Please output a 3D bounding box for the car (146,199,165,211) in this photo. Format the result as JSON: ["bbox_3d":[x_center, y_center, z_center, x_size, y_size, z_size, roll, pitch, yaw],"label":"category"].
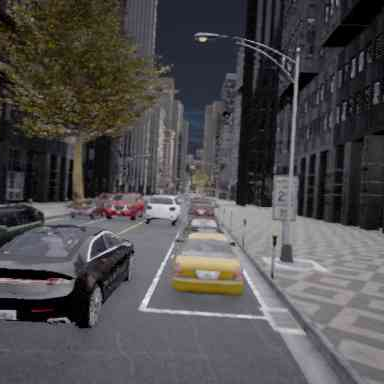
[{"bbox_3d":[-4.780,1.658,44.069,1.895,1.301,4.718,3,0,1],"label":"car"}]

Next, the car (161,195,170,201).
[{"bbox_3d":[-6.789,1.644,86.007,1.752,1.417,4.829,3,0,1],"label":"car"}]

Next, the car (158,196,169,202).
[{"bbox_3d":[-6.885,1.633,80.664,2.008,1.369,4.403,3,0,1],"label":"car"}]

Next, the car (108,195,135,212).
[{"bbox_3d":[-7.659,1.233,36.568,1.967,1.590,4.097,3,0,1],"label":"car"}]

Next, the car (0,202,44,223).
[{"bbox_3d":[-5.493,1.126,8.351,2.097,1.767,4.553,3,0,1],"label":"car"}]

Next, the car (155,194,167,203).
[{"bbox_3d":[-6.969,1.361,75.154,2.192,1.841,5.009,3,0,1],"label":"car"}]

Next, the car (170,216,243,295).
[{"bbox_3d":[0.360,1.648,9.032,1.752,1.417,4.829,3,0,1],"label":"car"}]

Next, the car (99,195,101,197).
[{"bbox_3d":[-7.750,1.073,31.057,2.192,1.841,5.009,3,0,1],"label":"car"}]

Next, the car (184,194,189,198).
[{"bbox_3d":[-1.002,1.840,87.338,2.128,1.511,4.902,3,0,1],"label":"car"}]

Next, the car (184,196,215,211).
[{"bbox_3d":[0.662,1.541,25.398,2.192,1.841,5.009,3,0,1],"label":"car"}]

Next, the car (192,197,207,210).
[{"bbox_3d":[1.150,1.720,52.956,2.192,1.841,5.009,3,0,1],"label":"car"}]

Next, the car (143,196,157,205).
[{"bbox_3d":[-7.277,1.461,58.446,1.752,1.417,4.829,3,0,1],"label":"car"}]

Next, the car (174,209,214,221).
[{"bbox_3d":[0.453,1.707,14.374,2.008,1.369,4.403,3,0,1],"label":"car"}]

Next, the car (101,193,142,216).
[{"bbox_3d":[-5.165,1.106,26.353,2.150,2.045,5.566,3,0,1],"label":"car"}]

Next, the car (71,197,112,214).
[{"bbox_3d":[-7.863,1.304,25.543,1.802,1.307,4.206,3,0,1],"label":"car"}]

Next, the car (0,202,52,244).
[{"bbox_3d":[-8.057,1.218,14.519,1.947,1.339,4.313,3,0,1],"label":"car"}]

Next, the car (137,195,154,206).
[{"bbox_3d":[-7.366,1.341,53.104,1.967,1.590,4.097,3,0,1],"label":"car"}]

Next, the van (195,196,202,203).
[{"bbox_3d":[1.733,1.965,86.026,1.690,1.788,3.998,3,0,1],"label":"van"}]

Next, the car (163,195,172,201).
[{"bbox_3d":[-6.690,1.707,91.689,2.008,1.369,4.403,3,0,1],"label":"car"}]

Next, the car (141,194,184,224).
[{"bbox_3d":[-2.094,1.289,25.197,2.150,2.045,5.566,3,0,1],"label":"car"}]

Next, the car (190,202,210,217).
[{"bbox_3d":[0.842,1.863,36.420,1.947,1.339,4.313,3,0,1],"label":"car"}]

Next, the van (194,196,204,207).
[{"bbox_3d":[1.343,1.819,63.980,1.690,1.788,3.998,3,0,1],"label":"van"}]

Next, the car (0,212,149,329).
[{"bbox_3d":[-2.436,1.438,6.868,2.128,1.511,4.902,3,0,1],"label":"car"}]
